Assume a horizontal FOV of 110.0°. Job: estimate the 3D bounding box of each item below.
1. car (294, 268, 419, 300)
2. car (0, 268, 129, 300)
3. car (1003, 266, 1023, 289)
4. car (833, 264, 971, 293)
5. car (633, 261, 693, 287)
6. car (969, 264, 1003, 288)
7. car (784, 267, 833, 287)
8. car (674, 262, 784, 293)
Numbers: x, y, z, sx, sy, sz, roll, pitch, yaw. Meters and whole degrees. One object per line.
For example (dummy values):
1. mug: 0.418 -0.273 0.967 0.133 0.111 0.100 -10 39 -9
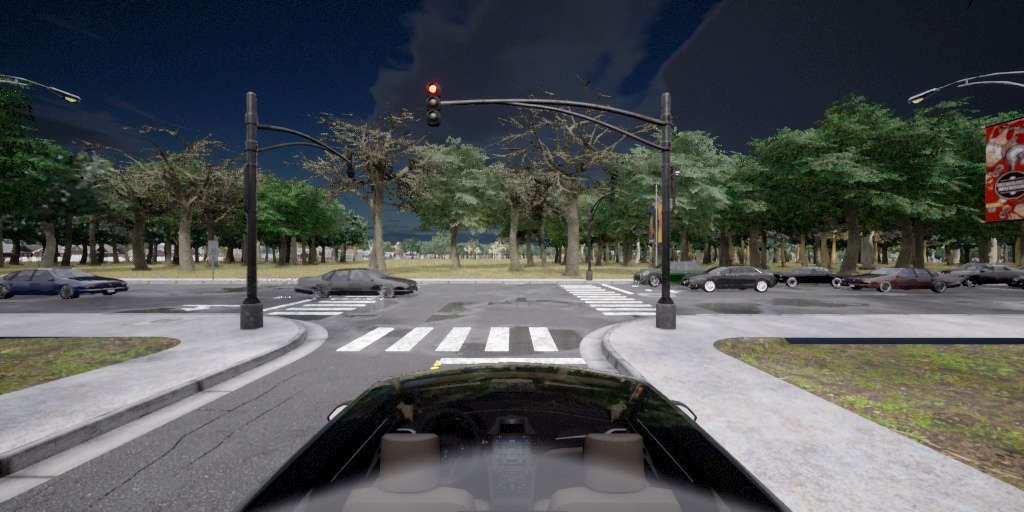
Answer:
1. car: -7.311 1.291 17.106 5.357 1.411 2.033 0 0 0
2. car: -21.755 1.276 17.099 5.357 1.411 2.033 0 0 0
3. car: 32.403 1.343 20.564 5.357 1.411 2.033 0 0 0
4. car: 22.187 1.326 20.569 5.357 1.411 2.033 0 0 0
5. car: 10.478 1.109 23.813 4.553 1.767 2.097 0 0 0
6. car: 30.834 1.281 23.816 4.902 1.511 2.128 0 0 0
7. car: 19.462 1.371 23.820 4.718 1.301 1.895 0 0 0
8. car: 12.326 1.269 20.565 4.892 1.490 1.837 0 0 0
